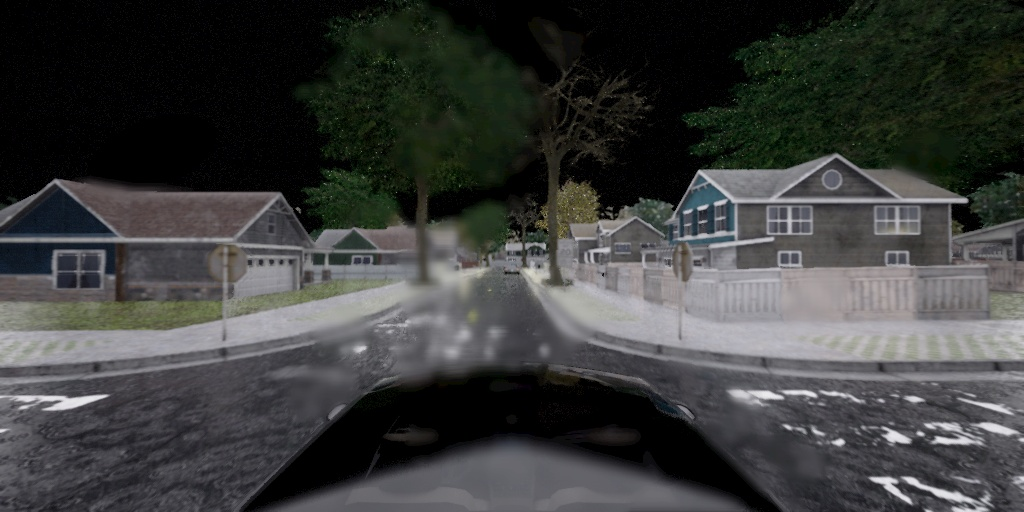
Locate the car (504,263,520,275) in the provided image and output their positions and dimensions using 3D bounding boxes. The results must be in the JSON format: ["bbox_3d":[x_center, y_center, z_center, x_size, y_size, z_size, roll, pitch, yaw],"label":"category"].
[{"bbox_3d":[0.008,1.797,47.175,1.994,1.385,4.181,0,-1,0],"label":"car"}]
